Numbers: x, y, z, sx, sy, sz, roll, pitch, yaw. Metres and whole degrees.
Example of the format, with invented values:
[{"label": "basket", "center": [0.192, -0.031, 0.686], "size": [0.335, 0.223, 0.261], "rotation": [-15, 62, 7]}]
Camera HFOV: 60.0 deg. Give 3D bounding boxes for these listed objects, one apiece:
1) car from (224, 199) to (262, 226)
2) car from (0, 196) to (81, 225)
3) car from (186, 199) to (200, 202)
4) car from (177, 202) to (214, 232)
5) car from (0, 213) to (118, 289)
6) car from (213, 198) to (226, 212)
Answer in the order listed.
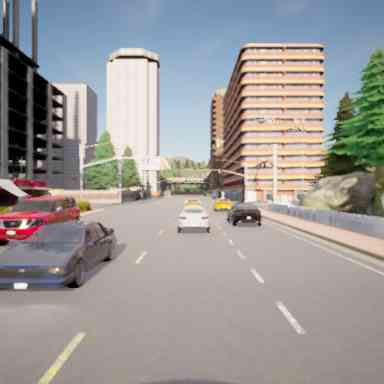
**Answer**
[{"label": "car", "center": [3.605, 1.479, 23.517], "size": [1.882, 1.535, 5.008], "rotation": [0, 0, 0]}, {"label": "car", "center": [-6.996, 1.223, 15.632], "size": [2.150, 2.045, 5.566], "rotation": [0, 0, 0]}, {"label": "car", "center": [0.105, 1.480, 37.360], "size": [1.882, 1.535, 5.008], "rotation": [0, 0, 0]}, {"label": "car", "center": [0.104, 1.527, 19.853], "size": [1.812, 1.442, 4.674], "rotation": [0, 0, 0]}, {"label": "car", "center": [-3.507, 1.548, 9.488], "size": [2.033, 1.411, 5.357], "rotation": [0, 0, 0]}, {"label": "car", "center": [3.607, 1.478, 39.719], "size": [1.882, 1.535, 5.008], "rotation": [0, 0, 0]}]
